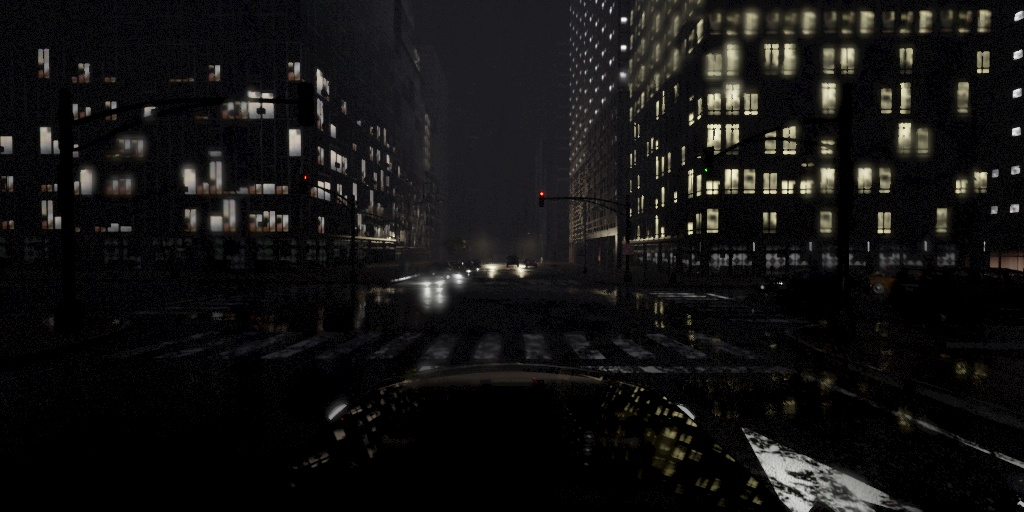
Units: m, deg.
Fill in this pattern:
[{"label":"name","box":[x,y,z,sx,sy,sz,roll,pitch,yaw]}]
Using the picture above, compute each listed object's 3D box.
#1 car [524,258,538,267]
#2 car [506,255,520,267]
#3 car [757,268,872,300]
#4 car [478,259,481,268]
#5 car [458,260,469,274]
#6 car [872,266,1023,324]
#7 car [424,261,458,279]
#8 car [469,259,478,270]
[{"label":"car","box":[3.395,1.228,63.253,1.812,1.442,4.674,0,0,0]},{"label":"car","box":[0.144,0.925,62.873,2.150,2.045,5.566,0,0,0]},{"label":"car","box":[15.279,1.357,18.270,4.902,1.511,2.128,1,1,2]},{"label":"car","box":[-6.419,1.182,61.737,1.882,1.535,5.008,0,0,1]},{"label":"car","box":[-6.510,1.326,41.626,1.895,1.301,4.718,0,0,0]},{"label":"car","box":[16.215,1.281,12.439,5.009,1.841,2.192,0,0,1]},{"label":"car","box":[-6.533,1.225,32.344,2.128,1.511,4.902,0,0,0]},{"label":"car","box":[-6.479,1.263,51.397,2.033,1.411,5.357,0,0,0]}]
